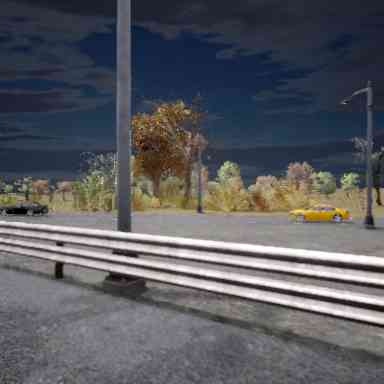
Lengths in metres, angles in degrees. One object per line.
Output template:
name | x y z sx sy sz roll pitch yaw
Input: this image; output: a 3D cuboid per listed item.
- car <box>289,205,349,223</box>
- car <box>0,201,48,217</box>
car | 11.187 1.877 29.502 5.008 1.535 1.882 0 0 11
car | -17.814 1.751 35.309 5.008 1.535 1.882 0 0 11
